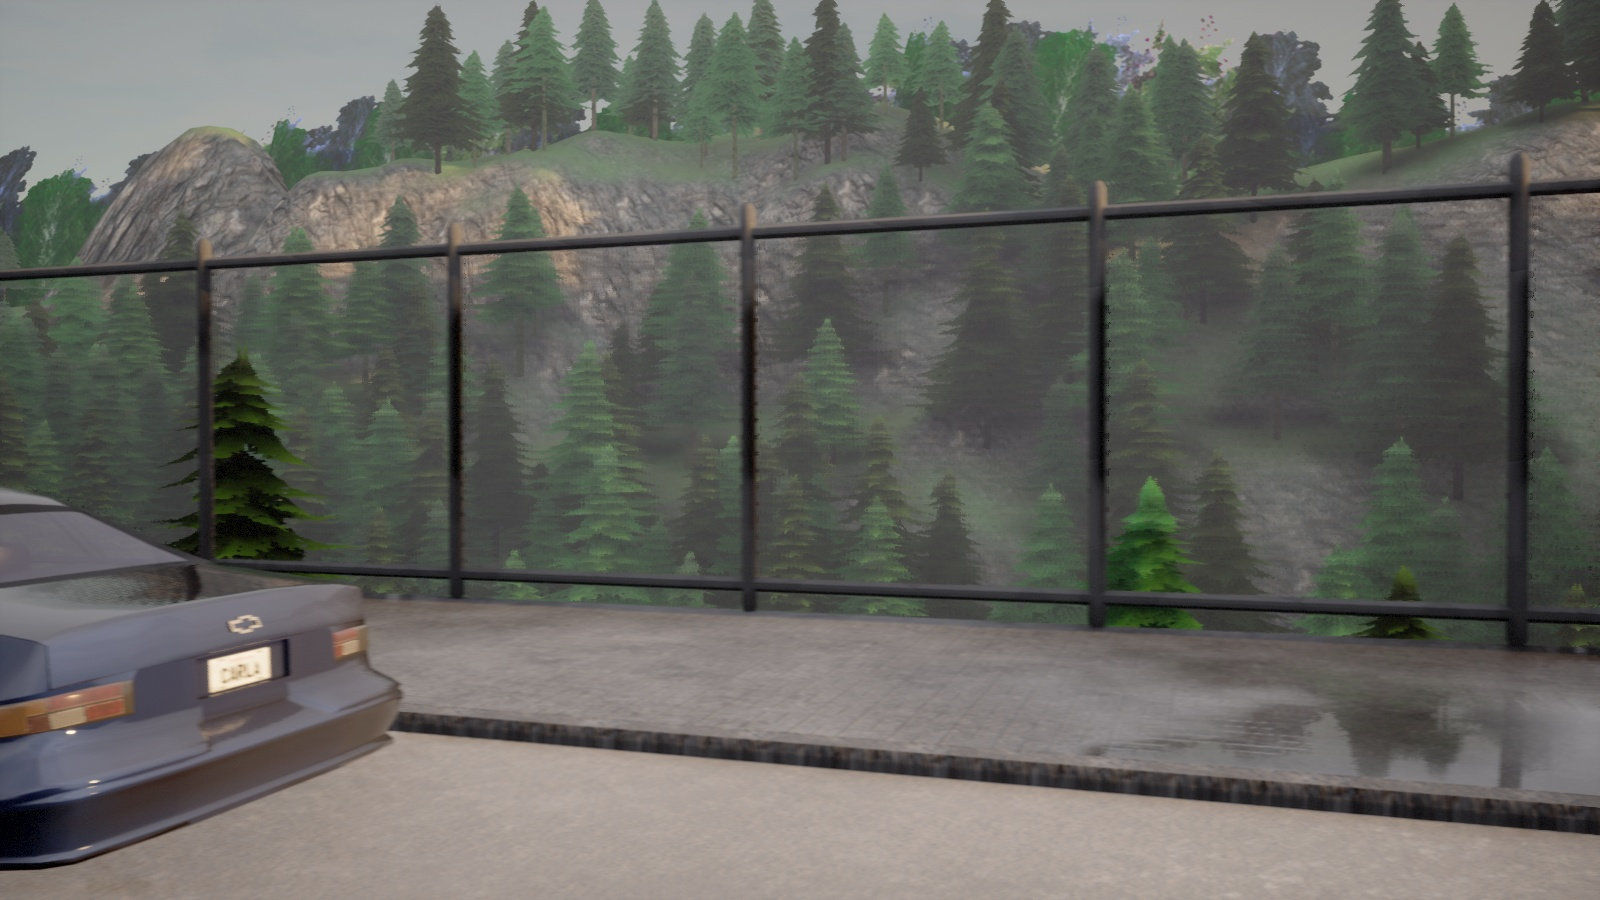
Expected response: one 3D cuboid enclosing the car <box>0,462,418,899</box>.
[{"bbox_3d":[-4.489,0.773,5.229,5.357,1.411,2.033,1,1,19],"label":"car"}]
